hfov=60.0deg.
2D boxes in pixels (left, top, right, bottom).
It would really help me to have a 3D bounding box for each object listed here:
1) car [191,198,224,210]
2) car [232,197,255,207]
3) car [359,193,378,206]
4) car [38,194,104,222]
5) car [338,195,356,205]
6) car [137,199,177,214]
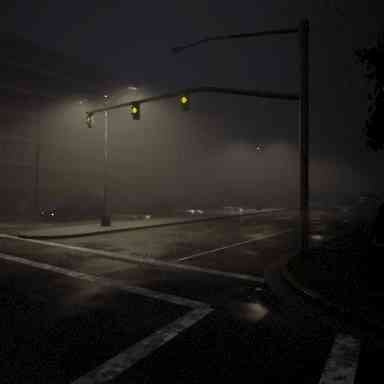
[{"bbox_3d":[2.114,1.547,43.201,2.033,1.411,5.357,0,0,36],"label":"car"},{"bbox_3d":[7.979,1.505,51.241,1.837,1.490,4.892,0,0,36],"label":"car"},{"bbox_3d":[28.715,1.221,54.042,2.150,2.045,5.566,0,0,36],"label":"car"},{"bbox_3d":[-9.535,1.222,27.110,2.150,2.045,5.566,0,0,36],"label":"car"},{"bbox_3d":[26.647,1.352,57.155,2.097,1.767,4.553,0,0,36],"label":"car"},{"bbox_3d":[-3.671,1.478,35.210,1.882,1.535,5.008,0,0,36],"label":"car"}]
